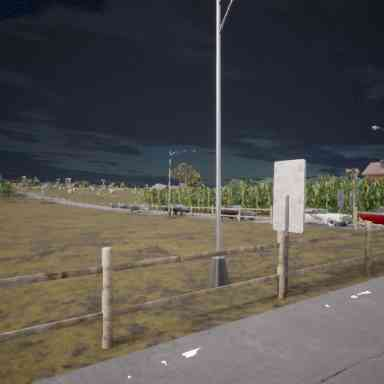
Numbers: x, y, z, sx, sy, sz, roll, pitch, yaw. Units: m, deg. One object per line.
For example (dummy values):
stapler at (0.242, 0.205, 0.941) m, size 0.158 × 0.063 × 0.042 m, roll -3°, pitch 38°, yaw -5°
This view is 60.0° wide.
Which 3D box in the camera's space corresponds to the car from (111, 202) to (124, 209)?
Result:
car at (-14.163, 2.595, 64.238) m, size 1.994 × 1.385 × 4.181 m, roll 3°, pitch -1°, yaw -35°

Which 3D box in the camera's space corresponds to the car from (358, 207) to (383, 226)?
car at (14.260, 1.822, 24.357) m, size 1.882 × 1.535 × 5.008 m, roll 3°, pitch -3°, yaw -35°

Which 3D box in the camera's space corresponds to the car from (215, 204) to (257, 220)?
car at (4.330, 2.021, 33.207) m, size 1.837 × 1.490 × 4.892 m, roll 3°, pitch -3°, yaw -36°

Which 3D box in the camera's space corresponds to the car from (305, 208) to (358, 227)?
car at (9.786, 1.919, 25.613) m, size 1.895 × 1.301 × 4.718 m, roll 3°, pitch -3°, yaw -37°

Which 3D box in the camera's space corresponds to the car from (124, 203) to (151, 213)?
car at (-7.868, 2.376, 50.400) m, size 2.128 × 1.511 × 4.902 m, roll 3°, pitch -2°, yaw -35°

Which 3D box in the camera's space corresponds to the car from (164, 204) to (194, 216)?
car at (-1.699, 2.204, 41.678) m, size 1.882 × 1.535 × 5.008 m, roll 3°, pitch -3°, yaw -35°
